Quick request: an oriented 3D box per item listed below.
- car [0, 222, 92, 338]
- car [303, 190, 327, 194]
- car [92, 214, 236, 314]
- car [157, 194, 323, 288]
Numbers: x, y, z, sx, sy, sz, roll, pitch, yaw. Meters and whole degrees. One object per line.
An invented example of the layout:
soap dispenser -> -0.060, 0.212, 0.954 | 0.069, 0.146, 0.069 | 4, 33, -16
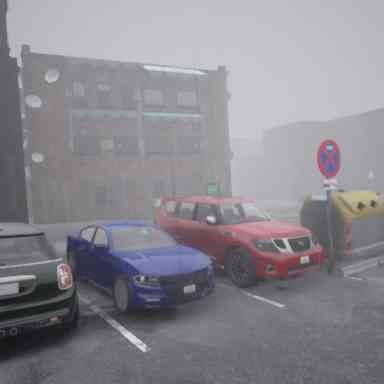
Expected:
car -> -3.781, 1.355, 6.272 | 2.185, 1.767, 4.553 | 0, 0, -36
car -> 14.133, 0.513, 39.183 | 1.882, 1.535, 5.008 | -4, 0, -23
car -> -1.509, 1.460, 7.959 | 2.097, 1.535, 5.008 | -1, 0, -36
car -> 0.895, 1.163, 9.655 | 2.435, 2.045, 5.566 | -1, 1, -36
